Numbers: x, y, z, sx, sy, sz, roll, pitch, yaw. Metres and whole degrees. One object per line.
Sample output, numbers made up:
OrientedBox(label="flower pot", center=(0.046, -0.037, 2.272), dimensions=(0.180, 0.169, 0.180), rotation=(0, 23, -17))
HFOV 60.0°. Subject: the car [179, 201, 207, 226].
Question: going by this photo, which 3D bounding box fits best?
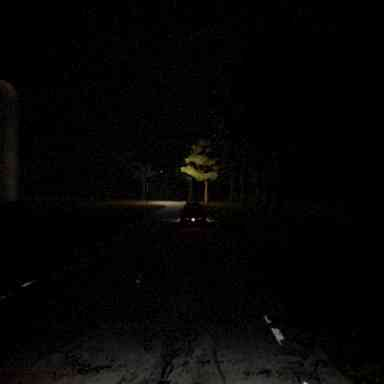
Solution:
OrientedBox(label="car", center=(0.089, 1.662, 24.890), dimensions=(1.837, 1.490, 4.892), rotation=(0, -1, 0))
